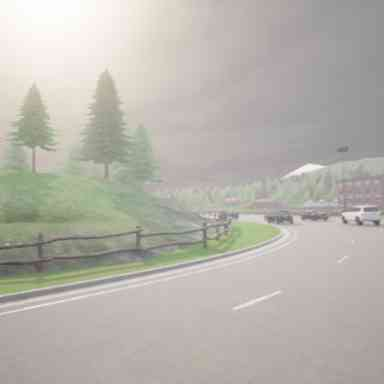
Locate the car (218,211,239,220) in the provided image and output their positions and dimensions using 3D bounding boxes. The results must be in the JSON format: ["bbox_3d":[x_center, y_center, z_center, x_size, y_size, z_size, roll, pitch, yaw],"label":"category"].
[{"bbox_3d":[6.246,3.957,56.993,1.882,1.535,5.008,0,-3,-22],"label":"car"}]

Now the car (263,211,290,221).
[{"bbox_3d":[12.596,3.592,49.759,1.994,1.385,4.181,0,-3,-18],"label":"car"}]

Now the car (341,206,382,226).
[{"bbox_3d":[18.165,2.513,35.931,2.150,2.045,5.566,-1,-3,1],"label":"car"}]

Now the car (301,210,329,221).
[{"bbox_3d":[17.153,3.315,46.462,1.812,1.442,4.674,0,-3,-15],"label":"car"}]

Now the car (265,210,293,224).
[{"bbox_3d":[10.855,3.042,41.590,2.097,1.767,4.553,-1,-3,-6],"label":"car"}]
